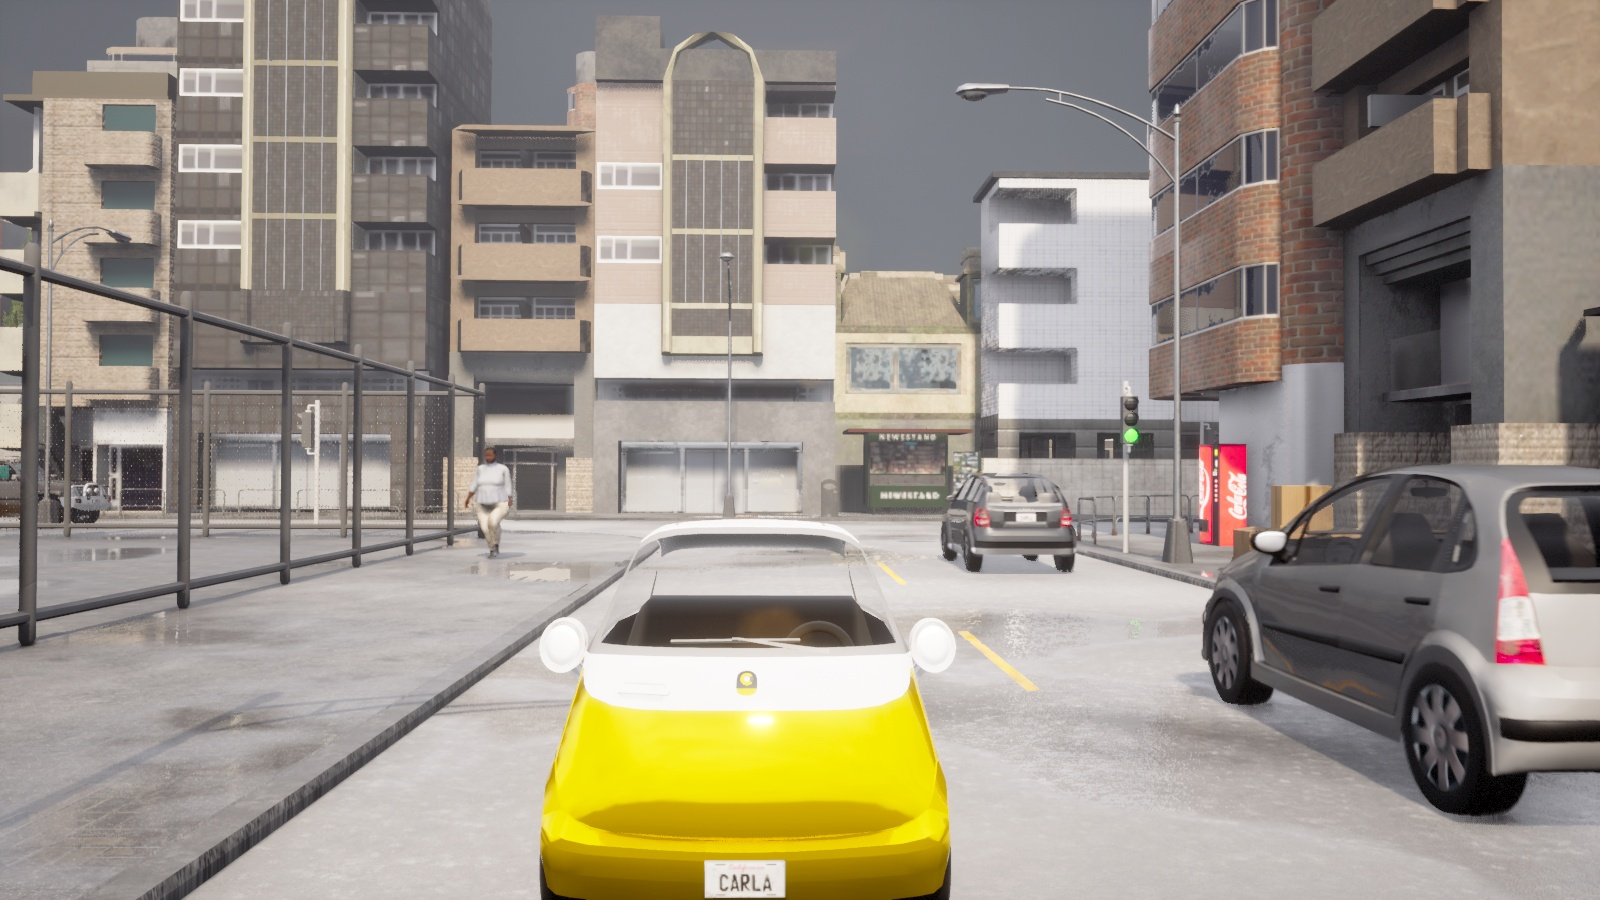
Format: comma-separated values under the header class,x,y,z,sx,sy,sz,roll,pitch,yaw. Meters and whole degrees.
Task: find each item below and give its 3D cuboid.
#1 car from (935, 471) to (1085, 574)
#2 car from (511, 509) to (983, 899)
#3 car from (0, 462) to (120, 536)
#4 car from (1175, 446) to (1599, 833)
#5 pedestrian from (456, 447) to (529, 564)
class,x,y,z,sx,sy,sz,roll,pitch,yaw
car,3.388,1.130,20.940,1.789,1.549,3.705,0,-1,-2
car,-0.190,0.955,5.061,1.481,1.376,2.207,0,-1,-1
car,-20.481,1.259,32.573,4.605,1.855,1.932,0,-1,-1
car,3.746,0.820,7.274,1.851,1.617,3.988,0,-1,-2
pedestrian,-4.959,0.884,20.316,0.874,1.855,0.900,0,-1,8
